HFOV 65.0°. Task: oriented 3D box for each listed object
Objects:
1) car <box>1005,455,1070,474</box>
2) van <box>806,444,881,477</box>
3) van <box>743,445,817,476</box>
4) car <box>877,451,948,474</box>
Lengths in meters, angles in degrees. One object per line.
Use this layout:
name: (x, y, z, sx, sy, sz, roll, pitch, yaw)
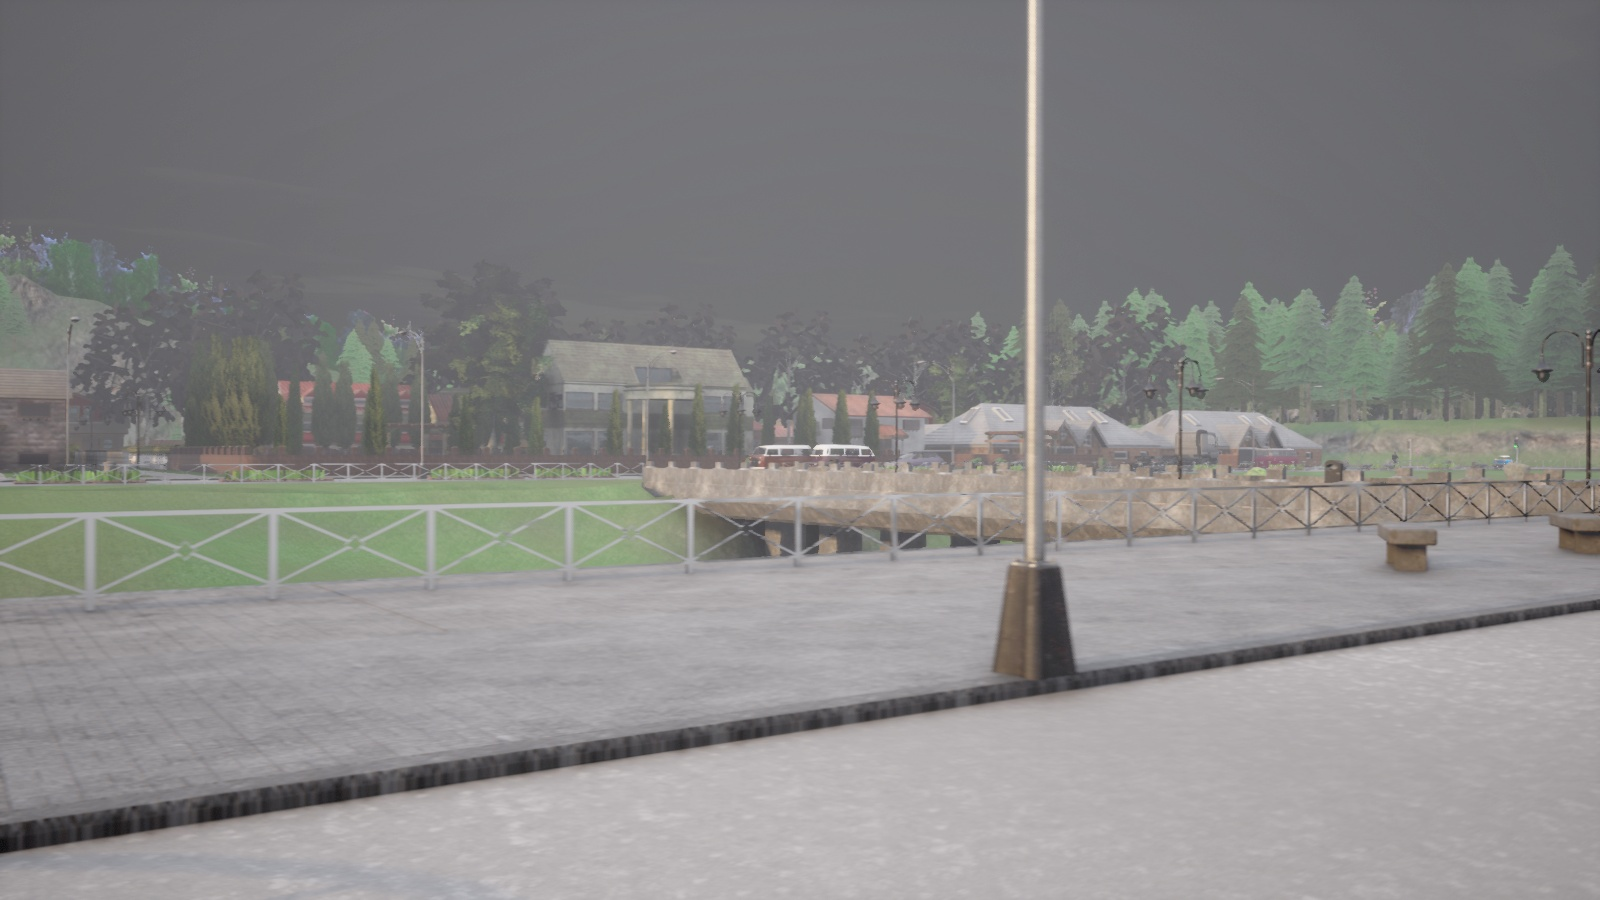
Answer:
car: (17.337, 1.033, 91.483, 4.718, 1.301, 1.895, 0, 0, -35)
van: (2.816, 0.662, 81.382, 4.480, 2.038, 2.069, 0, 0, -35)
van: (-1.327, 0.675, 83.373, 4.480, 2.038, 2.069, 0, 0, -35)
car: (8.053, 0.878, 89.898, 4.856, 1.649, 2.033, 0, 0, -35)
